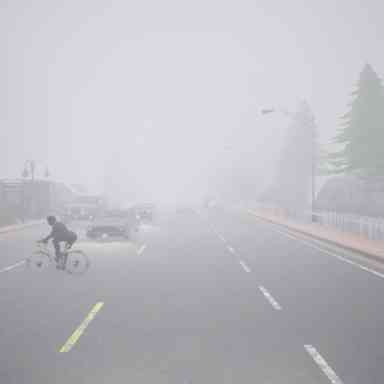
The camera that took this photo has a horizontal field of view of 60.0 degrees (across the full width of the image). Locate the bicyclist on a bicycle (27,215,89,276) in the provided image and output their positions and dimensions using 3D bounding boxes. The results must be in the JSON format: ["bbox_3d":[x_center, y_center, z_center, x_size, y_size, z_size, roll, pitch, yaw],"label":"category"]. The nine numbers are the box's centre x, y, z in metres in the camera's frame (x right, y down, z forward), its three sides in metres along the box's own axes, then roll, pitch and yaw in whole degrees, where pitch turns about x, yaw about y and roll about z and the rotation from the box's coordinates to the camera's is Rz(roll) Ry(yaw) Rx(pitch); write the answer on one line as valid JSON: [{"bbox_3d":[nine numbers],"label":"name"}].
[{"bbox_3d":[-3.595,1.453,8.897,1.656,1.620,0.582,-1,0,-1],"label":"bicyclist on a bicycle"}]

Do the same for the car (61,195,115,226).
[{"bbox_3d":[-7.462,1.224,23.933,2.150,2.045,5.566,0,0,-1],"label":"car"}]

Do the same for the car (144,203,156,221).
[{"bbox_3d":[-3.990,1.600,26.863,1.895,1.301,4.718,0,0,-1],"label":"car"}]

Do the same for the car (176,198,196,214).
[{"bbox_3d":[-0.599,1.526,35.514,1.812,1.442,4.674,0,0,-1],"label":"car"}]

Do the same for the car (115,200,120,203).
[{"bbox_3d":[-7.641,1.526,31.497,1.812,1.442,4.674,0,0,-1],"label":"car"}]

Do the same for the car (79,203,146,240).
[{"bbox_3d":[-3.899,1.548,17.401,2.033,1.411,5.357,0,0,-1],"label":"car"}]

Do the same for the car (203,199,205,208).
[{"bbox_3d":[2.639,1.352,48.370,2.097,1.767,4.553,0,0,0],"label":"car"}]

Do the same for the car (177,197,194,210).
[{"bbox_3d":[-0.833,1.491,44.769,2.128,1.511,4.902,0,0,-1],"label":"car"}]

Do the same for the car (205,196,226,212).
[{"bbox_3d":[2.842,1.526,39.390,1.812,1.442,4.674,0,0,-1],"label":"car"}]
